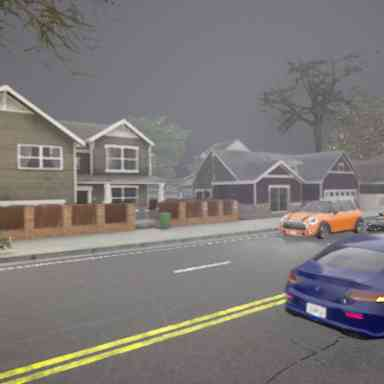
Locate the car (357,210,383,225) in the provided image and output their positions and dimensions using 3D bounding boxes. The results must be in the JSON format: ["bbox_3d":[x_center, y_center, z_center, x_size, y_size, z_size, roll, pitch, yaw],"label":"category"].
[{"bbox_3d":[9.532,1.316,14.477,5.008,1.535,1.882,-1,1,-35],"label":"car"}]

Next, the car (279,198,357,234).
[{"bbox_3d":[6.343,1.213,16.195,4.553,1.767,2.097,-1,1,-36],"label":"car"}]

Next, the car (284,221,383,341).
[{"bbox_3d":[3.621,1.480,6.021,4.674,1.442,1.812,-1,0,-36],"label":"car"}]
